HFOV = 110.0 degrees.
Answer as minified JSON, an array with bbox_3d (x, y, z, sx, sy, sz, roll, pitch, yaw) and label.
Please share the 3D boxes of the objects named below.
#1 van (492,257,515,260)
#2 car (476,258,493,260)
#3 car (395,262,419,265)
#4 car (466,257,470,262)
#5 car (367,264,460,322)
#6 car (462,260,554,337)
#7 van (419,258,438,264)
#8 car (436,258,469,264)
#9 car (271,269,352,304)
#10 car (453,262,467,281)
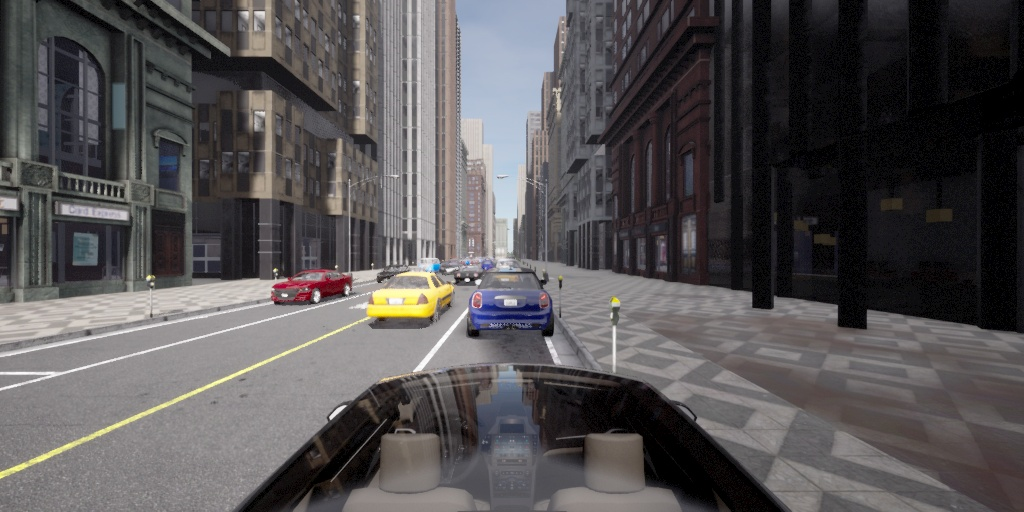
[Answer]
[{"bbox_3d":[-0.383,1.098,27.584,1.690,1.789,3.998,0,0,0],"label":"van"},{"bbox_3d":[-3.057,1.291,44.504,1.812,1.442,4.674,0,0,0],"label":"car"},{"bbox_3d":[-8.908,1.323,27.572,1.948,1.339,4.313,0,0,0],"label":"car"},{"bbox_3d":[-8.908,1.320,61.393,1.888,1.381,4.507,0,0,0],"label":"car"},{"bbox_3d":[-3.146,1.206,12.233,1.801,1.575,5.366,0,0,0],"label":"car"},{"bbox_3d":[-0.032,1.103,10.470,2.097,1.767,4.553,0,0,0],"label":"car"},{"bbox_3d":[-8.908,1.104,38.846,1.690,1.789,3.998,0,0,0],"label":"van"},{"bbox_3d":[-6.230,1.254,37.924,2.128,1.511,4.902,0,0,0],"label":"car"},{"bbox_3d":[-8.908,1.297,16.299,1.888,1.381,4.507,0,0,0],"label":"car"},{"bbox_3d":[-3.062,1.358,26.965,1.895,1.301,4.718,0,0,0],"label":"car"}]
